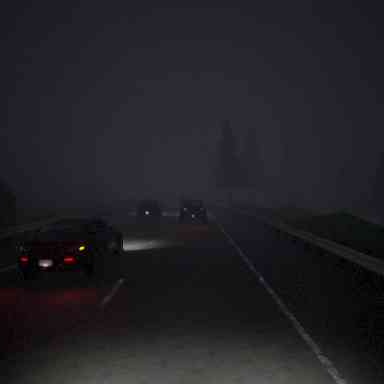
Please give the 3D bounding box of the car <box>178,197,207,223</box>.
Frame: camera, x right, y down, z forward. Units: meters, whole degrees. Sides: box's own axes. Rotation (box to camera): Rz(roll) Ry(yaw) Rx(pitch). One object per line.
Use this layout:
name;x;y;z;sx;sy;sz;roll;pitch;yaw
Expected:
car;0.060;1.353;24.035;2.128;1.511;4.902;0;0;0

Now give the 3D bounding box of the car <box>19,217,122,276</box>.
car;-3.402;1.468;10.030;1.812;1.442;4.674;0;0;0

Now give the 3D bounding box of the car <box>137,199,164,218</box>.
car;-3.512;1.345;28.030;1.837;1.490;4.892;0;0;-1
